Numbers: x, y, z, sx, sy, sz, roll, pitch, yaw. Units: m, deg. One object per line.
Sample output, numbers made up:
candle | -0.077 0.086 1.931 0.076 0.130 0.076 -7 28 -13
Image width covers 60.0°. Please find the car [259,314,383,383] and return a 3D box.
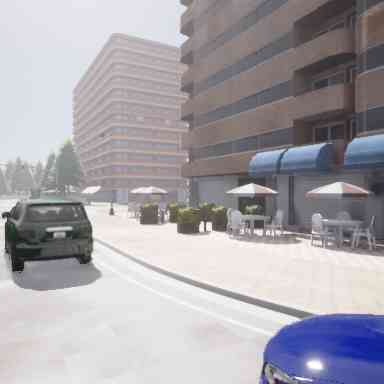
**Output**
car | 2.770 1.526 2.197 4.674 1.442 1.812 0 0 34

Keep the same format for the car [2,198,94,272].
car | -4.939 1.223 11.152 2.150 2.045 5.566 0 0 -32
